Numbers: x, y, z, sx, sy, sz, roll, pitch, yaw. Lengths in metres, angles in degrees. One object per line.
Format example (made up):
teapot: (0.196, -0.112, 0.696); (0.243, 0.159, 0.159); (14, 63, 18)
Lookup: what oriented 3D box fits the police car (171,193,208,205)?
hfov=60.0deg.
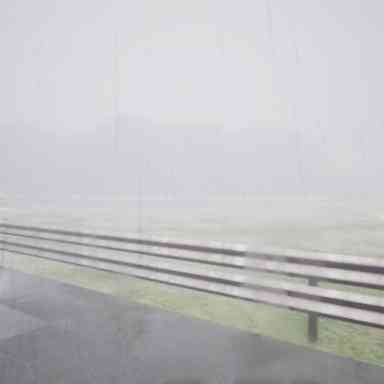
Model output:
police car: (-0.335, 0.974, 46.568); (5.238, 1.638, 1.930); (0, 0, -12)
